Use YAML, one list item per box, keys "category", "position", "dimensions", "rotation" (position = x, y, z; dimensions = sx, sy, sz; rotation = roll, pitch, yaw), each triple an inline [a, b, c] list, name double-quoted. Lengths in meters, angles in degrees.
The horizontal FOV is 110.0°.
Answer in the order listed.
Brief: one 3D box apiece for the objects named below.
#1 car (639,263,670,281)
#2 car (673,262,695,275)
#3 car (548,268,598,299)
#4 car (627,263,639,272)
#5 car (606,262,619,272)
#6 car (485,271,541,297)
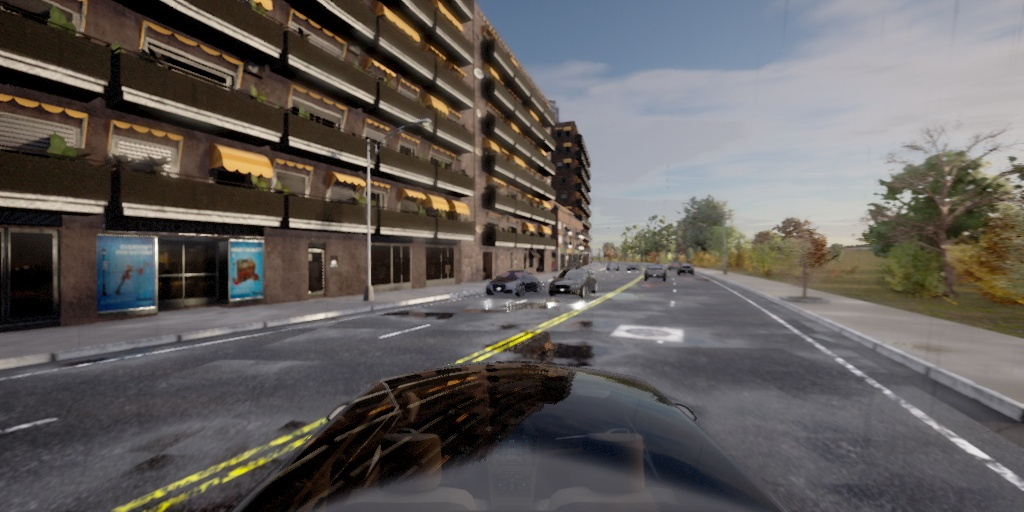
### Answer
- category: "car"
  position: [13.578, 1.548, 33.911]
  dimensions: [2.128, 1.511, 4.902]
  rotation: [-1, -1, 23]
- category: "car"
  position: [21.680, 1.648, 44.920]
  dimensions: [1.837, 1.490, 4.892]
  rotation: [-1, -1, 22]
- category: "car"
  position: [3.518, 1.451, 20.029]
  dimensions: [1.837, 1.490, 4.892]
  rotation: [-1, -1, 25]
- category: "car"
  position: [19.999, 1.870, 59.050]
  dimensions: [1.994, 1.385, 4.181]
  rotation: [-1, -1, 21]
- category: "car"
  position: [16.896, 1.825, 60.034]
  dimensions: [2.128, 1.511, 4.902]
  rotation: [-1, -1, 21]
- category: "car"
  position: [0.153, 1.531, 20.521]
  dimensions: [1.994, 1.385, 4.181]
  rotation: [-1, -1, 25]
